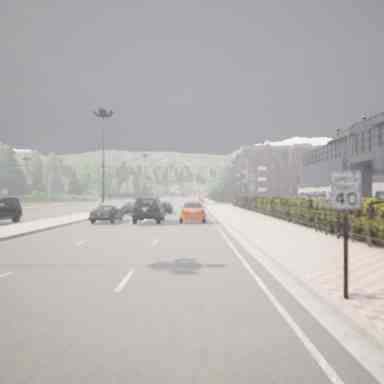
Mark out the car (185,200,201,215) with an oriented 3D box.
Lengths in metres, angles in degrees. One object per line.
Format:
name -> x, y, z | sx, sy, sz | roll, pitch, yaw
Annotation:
car -> 0.161, 1.826, 39.846 | 1.837, 1.490, 4.892 | 0, 0, 1

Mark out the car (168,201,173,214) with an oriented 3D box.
car -> -3.329, 1.801, 40.436 | 1.882, 1.535, 5.008 | 0, 0, 1

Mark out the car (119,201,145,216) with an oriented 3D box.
car -> -6.864, 1.858, 38.530 | 2.033, 1.411, 5.357 | 0, 0, 1

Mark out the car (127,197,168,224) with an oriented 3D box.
car -> -3.436, 1.440, 27.014 | 2.150, 2.045, 5.566 | 0, 0, 0

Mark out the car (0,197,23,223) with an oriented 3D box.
car -> -15.005, 1.428, 25.185 | 2.150, 2.045, 5.566 | 0, 0, 0

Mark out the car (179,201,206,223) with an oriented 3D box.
car -> 0.068, 1.573, 27.642 | 2.097, 1.767, 4.553 | 0, -1, 0

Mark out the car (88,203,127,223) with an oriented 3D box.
car -> -6.934, 1.768, 27.344 | 2.033, 1.411, 5.357 | 0, 0, 0
